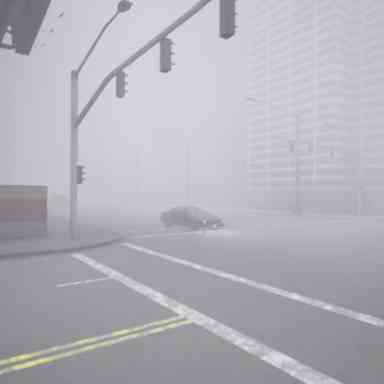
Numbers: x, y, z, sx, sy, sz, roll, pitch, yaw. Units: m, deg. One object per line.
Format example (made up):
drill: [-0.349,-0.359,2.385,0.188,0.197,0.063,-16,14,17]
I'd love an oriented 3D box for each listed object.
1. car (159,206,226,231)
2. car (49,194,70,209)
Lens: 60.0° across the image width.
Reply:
car: [-0.159,1.642,21.739,2.033,1.411,5.357,1,0,-35]
car: [-19.408,1.317,48.984,2.150,2.045,5.566,1,0,-35]
